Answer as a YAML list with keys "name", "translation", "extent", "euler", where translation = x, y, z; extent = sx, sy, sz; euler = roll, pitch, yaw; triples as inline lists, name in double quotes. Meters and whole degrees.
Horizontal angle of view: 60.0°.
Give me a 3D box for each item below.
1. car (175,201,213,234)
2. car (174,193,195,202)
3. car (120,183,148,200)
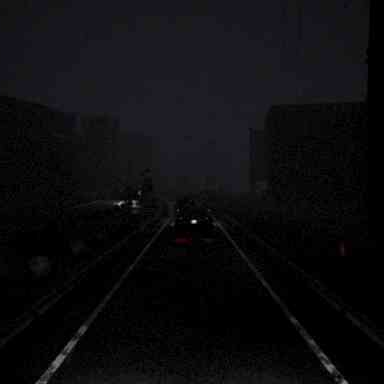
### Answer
- name: "car"
  translation: [0.097, 1.429, 18.443]
  extent: [1.994, 1.385, 4.181]
  euler: [0, 0, 0]
- name: "car"
  translation: [-0.791, 0.860, 36.777]
  extent: [1.837, 1.490, 4.892]
  euler: [0, 5, -8]
- name: "car"
  translation: [-7.838, -0.129, 45.563]
  extent: [2.150, 2.045, 5.566]
  euler: [1, 4, 13]
